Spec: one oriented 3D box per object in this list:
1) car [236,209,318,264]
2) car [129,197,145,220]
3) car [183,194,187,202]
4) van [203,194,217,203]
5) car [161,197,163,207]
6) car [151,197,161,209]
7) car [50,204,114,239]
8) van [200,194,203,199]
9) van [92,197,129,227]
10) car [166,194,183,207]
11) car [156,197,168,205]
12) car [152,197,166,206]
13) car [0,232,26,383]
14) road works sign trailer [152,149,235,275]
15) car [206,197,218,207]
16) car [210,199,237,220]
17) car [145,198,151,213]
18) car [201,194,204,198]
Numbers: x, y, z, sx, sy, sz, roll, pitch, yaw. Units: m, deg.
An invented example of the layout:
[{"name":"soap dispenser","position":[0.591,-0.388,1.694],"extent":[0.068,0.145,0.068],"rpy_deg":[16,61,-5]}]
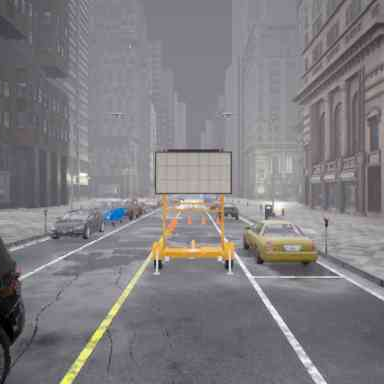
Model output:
[{"name":"car","position":[2.823,1.527,11.594],"extent":[1.752,1.417,4.829],"rpy_deg":[0,0,0]},{"name":"car","position":[-5.641,1.319,28.053],"extent":[2.192,1.841,5.009],"rpy_deg":[0,0,0]},{"name":"car","position":[-2.647,1.536,77.487],"extent":[1.837,1.490,4.892],"rpy_deg":[0,0,0]},{"name":"van","position":[3.006,1.350,50.099],"extent":[1.690,1.788,3.998],"rpy_deg":[0,0,0]},{"name":"car","position":[-5.546,1.554,50.155],"extent":[1.887,1.381,4.507],"rpy_deg":[0,0,0]},{"name":"car","position":[-5.571,1.533,44.459],"extent":[1.752,1.417,4.829],"rpy_deg":[0,0,0]},{"name":"car","position":[-5.690,1.553,17.002],"extent":[2.008,1.369,4.403],"rpy_deg":[0,0,0]},{"name":"van","position":[3.084,1.356,66.673],"extent":[1.690,1.788,3.998],"rpy_deg":[0,0,0]},{"name":"van","position":[-5.665,1.345,22.528],"extent":[1.690,1.788,3.998],"rpy_deg":[0,0,0]},{"name":"car","position":[-2.853,1.487,51.930],"extent":[1.882,1.535,5.008],"rpy_deg":[0,0,0]},{"name":"car","position":[-5.498,1.557,61.205],"extent":[1.887,1.381,4.507],"rpy_deg":[0,0,0]},{"name":"car","position":[-5.522,1.555,55.680],"extent":[1.887,1.381,4.507],"rpy_deg":[0,0,0]},{"name":"car","position":[-3.093,1.221,1.763],"extent":[2.150,2.045,5.566],"rpy_deg":[0,0,0]},{"name":"road works sign trailer","position":[0.047,0.466,10.474],"extent":[2.380,3.560,2.880],"rpy_deg":[0,0,0]},{"name":"car","position":[2.952,1.589,39.048],"extent":[1.802,1.307,4.206],"rpy_deg":[0,0,0]},{"name":"car","position":[2.900,1.555,27.999],"extent":[2.008,1.369,4.403],"rpy_deg":[0,0,0]},{"name":"car","position":[-5.618,1.550,33.578],"extent":[1.887,1.381,4.507],"rpy_deg":[0,0,0]},{"name":"car","position":[3.057,1.557,61.148],"extent":[1.887,1.381,4.507],"rpy_deg":[0,0,0]}]
